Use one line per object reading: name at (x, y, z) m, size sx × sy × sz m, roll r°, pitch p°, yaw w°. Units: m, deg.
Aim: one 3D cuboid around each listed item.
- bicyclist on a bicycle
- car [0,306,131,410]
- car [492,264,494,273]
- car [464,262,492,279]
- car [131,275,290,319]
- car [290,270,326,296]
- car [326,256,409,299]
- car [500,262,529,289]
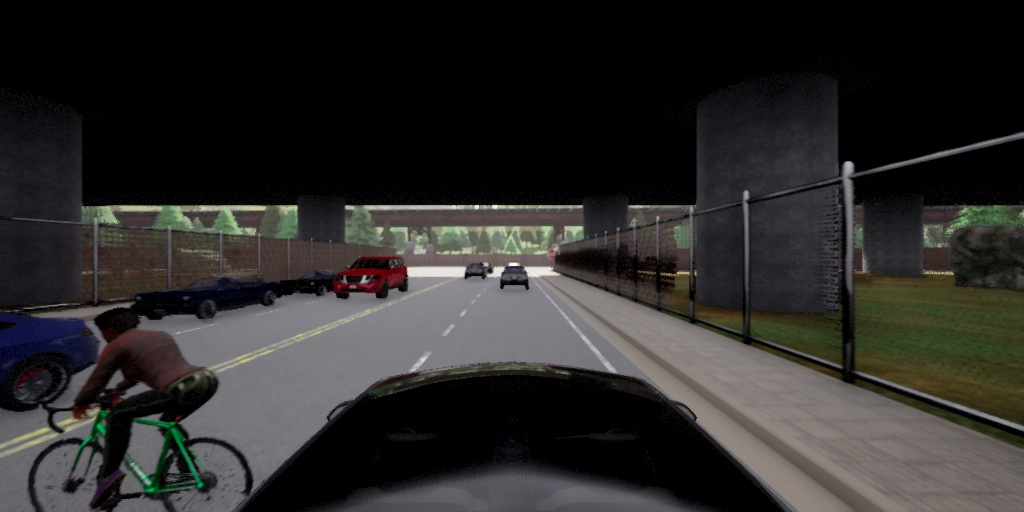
bicyclist on a bicycle at (-2.717, 1.204, 2.619) m, size 1.656 × 1.620 × 0.582 m, roll 0°, pitch 0°, yaw 0°
car at (-7.095, 1.278, 3.437) m, size 1.812 × 1.442 × 4.674 m, roll 0°, pitch 0°, yaw 0°
car at (-3.262, 1.394, 42.976) m, size 1.994 × 1.385 × 4.181 m, roll 0°, pitch 0°, yaw 0°
car at (-3.293, 1.358, 33.182) m, size 2.033 × 1.411 × 5.357 m, roll 0°, pitch 0°, yaw 0°
car at (-10.561, 1.371, 12.983) m, size 1.895 × 1.301 × 4.718 m, roll 0°, pitch 0°, yaw 0°
car at (-10.441, 1.427, 19.615) m, size 1.895 × 1.301 × 4.718 m, roll 0°, pitch 0°, yaw 0°
car at (-7.034, 1.001, 18.613) m, size 2.150 × 2.045 × 5.566 m, roll 0°, pitch 0°, yaw 0°
car at (0.172, 1.341, 23.678) m, size 2.033 × 1.411 × 5.357 m, roll 0°, pitch 0°, yaw 1°
